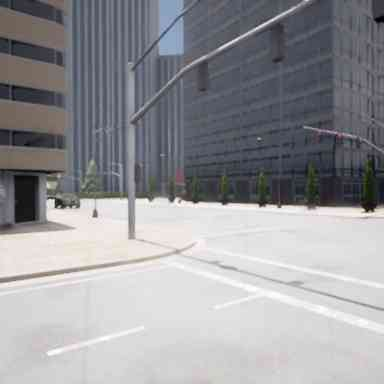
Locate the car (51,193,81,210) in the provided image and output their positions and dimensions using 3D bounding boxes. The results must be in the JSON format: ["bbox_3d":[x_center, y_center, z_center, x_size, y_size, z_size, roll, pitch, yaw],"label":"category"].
[{"bbox_3d":[-16.475,1.178,43.841,2.150,2.045,5.566,-1,1,-36],"label":"car"}]
